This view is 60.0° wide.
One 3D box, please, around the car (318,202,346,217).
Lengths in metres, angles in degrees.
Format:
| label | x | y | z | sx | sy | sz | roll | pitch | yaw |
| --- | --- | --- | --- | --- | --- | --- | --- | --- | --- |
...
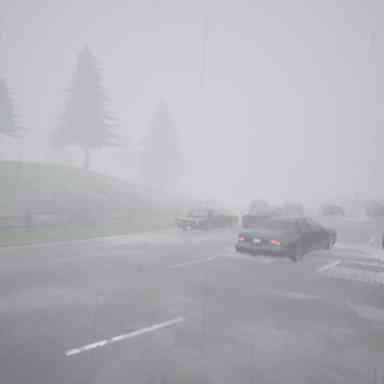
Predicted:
| label | x | y | z | sx | sy | sz | roll | pitch | yaw |
| --- | --- | --- | --- | --- | --- | --- | --- | --- | --- |
| car | 13.708 | 1.665 | 32.804 | 1.812 | 1.442 | 4.674 | 0 | 0 | 13 |

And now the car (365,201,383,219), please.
| label | x | y | z | sx | sy | sz | roll | pitch | yaw |
| --- | --- | --- | --- | --- | --- | --- | --- | --- | --- |
| car | 16.739 | 1.605 | 29.487 | 1.837 | 1.490 | 4.892 | 0 | 0 | 16 |

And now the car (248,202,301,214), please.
| label | x | y | z | sx | sy | sz | roll | pitch | yaw |
| --- | --- | --- | --- | --- | --- | --- | --- | --- | --- |
| car | 4.671 | 1.584 | 19.771 | 1.882 | 1.535 | 5.008 | 0 | 0 | 33 |

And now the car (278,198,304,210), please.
| label | x | y | z | sx | sy | sz | roll | pitch | yaw |
| --- | --- | --- | --- | --- | --- | --- | --- | --- | --- |
| car | 10.675 | 1.654 | 35.637 | 1.882 | 1.535 | 5.008 | 0 | 0 | 9 |

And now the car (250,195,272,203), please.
| label | x | y | z | sx | sy | sz | roll | pitch | yaw |
| --- | --- | --- | --- | --- | --- | --- | --- | --- | --- |
| car | 7.227 | 1.552 | 36.177 | 2.097 | 1.767 | 4.553 | 0 | 0 | 10 |

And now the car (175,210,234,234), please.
| label | x | y | z | sx | sy | sz | roll | pitch | yaw |
| --- | --- | --- | --- | --- | --- | --- | --- | --- | --- |
| car | 1.091 | 1.734 | 20.526 | 1.895 | 1.301 | 4.718 | -1 | 0 | 35 |

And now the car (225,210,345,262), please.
| label | x | y | z | sx | sy | sz | roll | pitch | yaw |
| --- | --- | --- | --- | --- | --- | --- | --- | --- | --- |
| car | 3.729 | 1.611 | 12.498 | 2.033 | 1.411 | 5.357 | -1 | 0 | 41 |

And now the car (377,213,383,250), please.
| label | x | y | z | sx | sy | sz | roll | pitch | yaw |
| --- | --- | --- | --- | --- | --- | --- | --- | --- | --- |
| car | 8.886 | 1.602 | 13.188 | 1.994 | 1.385 | 4.181 | -1 | 0 | 37 |
